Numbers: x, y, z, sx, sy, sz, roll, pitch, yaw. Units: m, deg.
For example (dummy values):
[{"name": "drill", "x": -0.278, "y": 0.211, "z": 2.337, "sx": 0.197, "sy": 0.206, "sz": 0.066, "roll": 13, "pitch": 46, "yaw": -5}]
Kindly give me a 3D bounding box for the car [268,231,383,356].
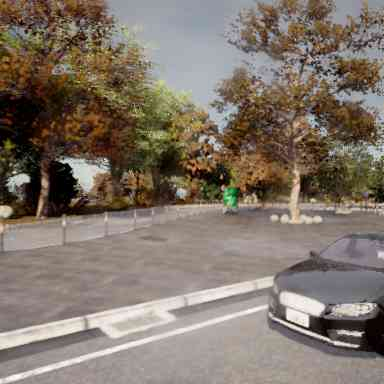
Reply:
[{"name": "car", "x": 3.499, "y": 1.530, "z": 6.115, "sx": 4.902, "sy": 1.511, "sz": 2.128, "roll": 1, "pitch": 0, "yaw": -35}]
